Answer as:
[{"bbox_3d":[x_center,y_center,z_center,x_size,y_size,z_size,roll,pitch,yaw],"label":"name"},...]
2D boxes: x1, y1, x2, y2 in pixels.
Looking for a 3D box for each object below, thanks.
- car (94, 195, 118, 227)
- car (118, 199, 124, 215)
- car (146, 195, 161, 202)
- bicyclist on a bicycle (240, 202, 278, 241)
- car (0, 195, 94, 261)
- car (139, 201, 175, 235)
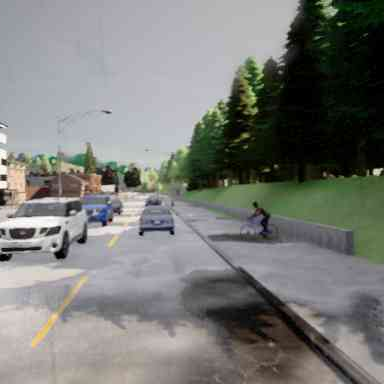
[{"bbox_3d":[-6.784,1.233,23.250,2.150,2.045,5.566,-1,0,-7],"label":"car"},{"bbox_3d":[-8.004,1.487,33.652,1.837,1.490,4.892,-1,0,-7],"label":"car"},{"bbox_3d":[-5.322,1.218,46.265,2.097,1.767,4.553,-1,0,-7],"label":"car"},{"bbox_3d":[2.796,1.224,13.870,1.656,1.620,0.582,-1,0,-7],"label":"bicyclist on a bicycle"},{"bbox_3d":[-5.546,1.261,12.946,2.150,2.045,5.566,-1,0,-7],"label":"car"},{"bbox_3d":[-1.968,1.491,18.453,2.033,1.411,5.357,-1,0,-7],"label":"car"}]
